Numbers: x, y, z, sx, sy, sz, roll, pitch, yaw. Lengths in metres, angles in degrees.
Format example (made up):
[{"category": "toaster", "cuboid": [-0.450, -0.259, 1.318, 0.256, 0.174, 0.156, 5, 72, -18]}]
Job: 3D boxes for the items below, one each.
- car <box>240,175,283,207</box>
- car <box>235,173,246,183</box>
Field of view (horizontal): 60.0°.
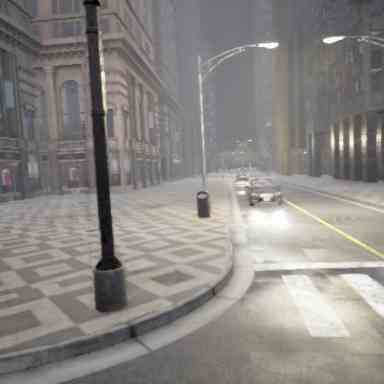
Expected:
[{"category": "car", "cuboid": [4.238, -0.059, 20.131, 2.128, 1.511, 4.902, -2, 4, 6]}, {"category": "car", "cuboid": [7.685, -2.251, 51.847, 2.033, 1.411, 5.357, -2, 4, 6]}]
